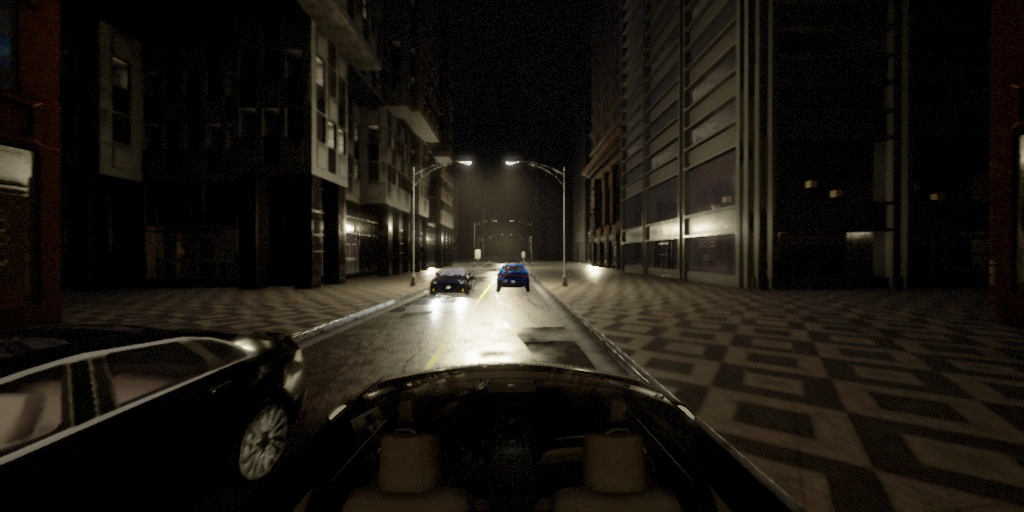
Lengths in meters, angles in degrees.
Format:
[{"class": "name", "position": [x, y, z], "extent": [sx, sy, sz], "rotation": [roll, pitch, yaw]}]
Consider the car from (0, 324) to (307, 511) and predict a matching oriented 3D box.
[{"class": "car", "position": [-3.090, 1.242, 1.802], "extent": [2.128, 1.511, 4.902], "rotation": [0, 0, 0]}]

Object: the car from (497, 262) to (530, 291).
[{"class": "car", "position": [0.076, 1.242, 22.018], "extent": [1.882, 1.535, 5.008], "rotation": [0, 0, 0]}]

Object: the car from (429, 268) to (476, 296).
[{"class": "car", "position": [-3.078, 1.326, 19.306], "extent": [1.994, 1.385, 4.181], "rotation": [0, 0, 0]}]
